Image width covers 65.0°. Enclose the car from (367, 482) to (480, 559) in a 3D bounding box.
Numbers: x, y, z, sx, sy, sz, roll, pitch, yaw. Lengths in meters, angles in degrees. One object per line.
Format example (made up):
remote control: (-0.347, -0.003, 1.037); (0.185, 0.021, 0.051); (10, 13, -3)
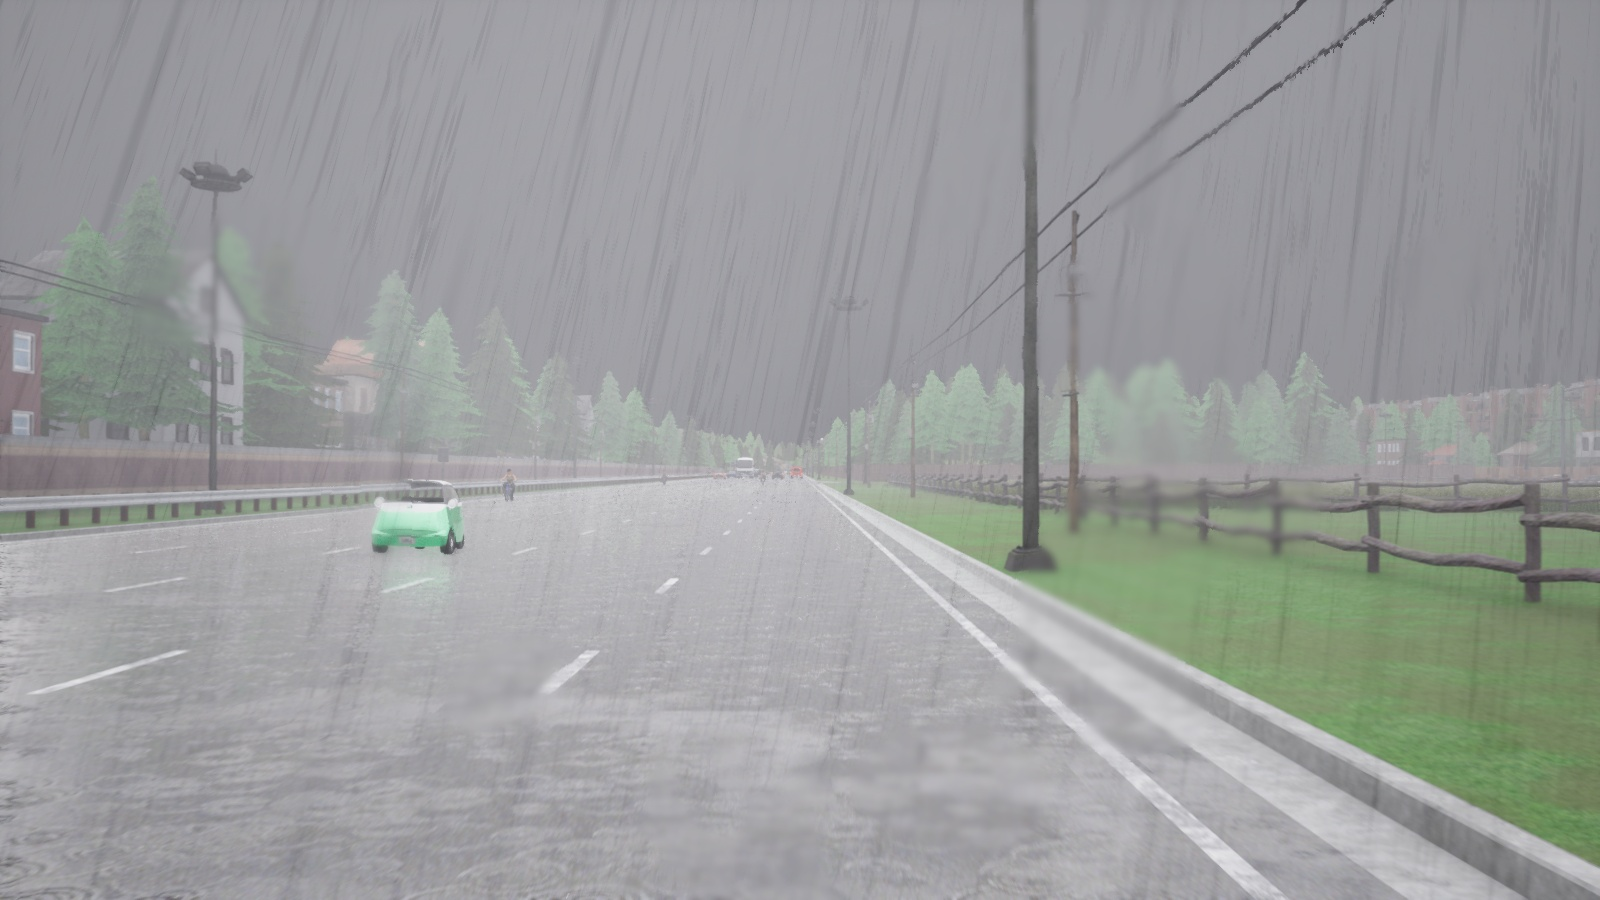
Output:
car: (-7.057, 1.295, 23.723); (1.481, 1.376, 2.207); (0, -1, 0)
